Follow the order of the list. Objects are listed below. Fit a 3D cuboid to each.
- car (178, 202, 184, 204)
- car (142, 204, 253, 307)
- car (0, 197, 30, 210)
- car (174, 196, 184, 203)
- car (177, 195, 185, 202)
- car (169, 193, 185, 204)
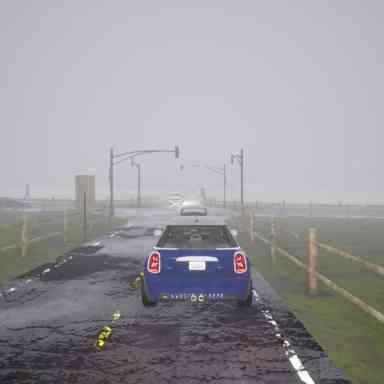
[{"bbox_3d":[0.092,1.507,17.304,1.837,1.490,4.892,0,0,0],"label":"car"},{"bbox_3d":[0.096,1.353,8.138,2.097,1.767,4.553,0,0,0],"label":"car"},{"bbox_3d":[-20.079,1.216,36.424,4.181,1.385,1.994,1,0,0],"label":"car"},{"bbox_3d":[-2.727,1.615,69.970,1.895,1.301,4.718,0,0,0],"label":"car"},{"bbox_3d":[-2.692,1.549,80.312,1.812,1.442,4.674,0,0,0],"label":"car"},{"bbox_3d":[-2.833,1.237,59.949,2.150,2.045,5.566,0,0,0],"label":"car"}]
